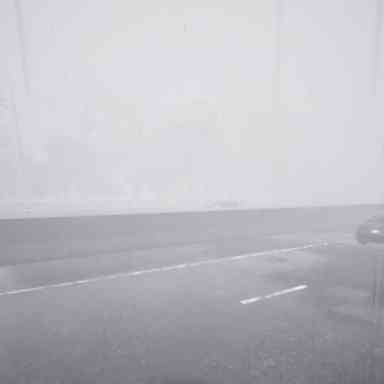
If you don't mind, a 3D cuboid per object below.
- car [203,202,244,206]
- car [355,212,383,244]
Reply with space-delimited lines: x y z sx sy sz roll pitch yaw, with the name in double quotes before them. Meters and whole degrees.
"car" 3.386 1.223 35.608 4.718 1.301 1.895 0 0 -33
"car" 9.056 1.573 14.623 4.181 1.385 1.994 0 0 -35
